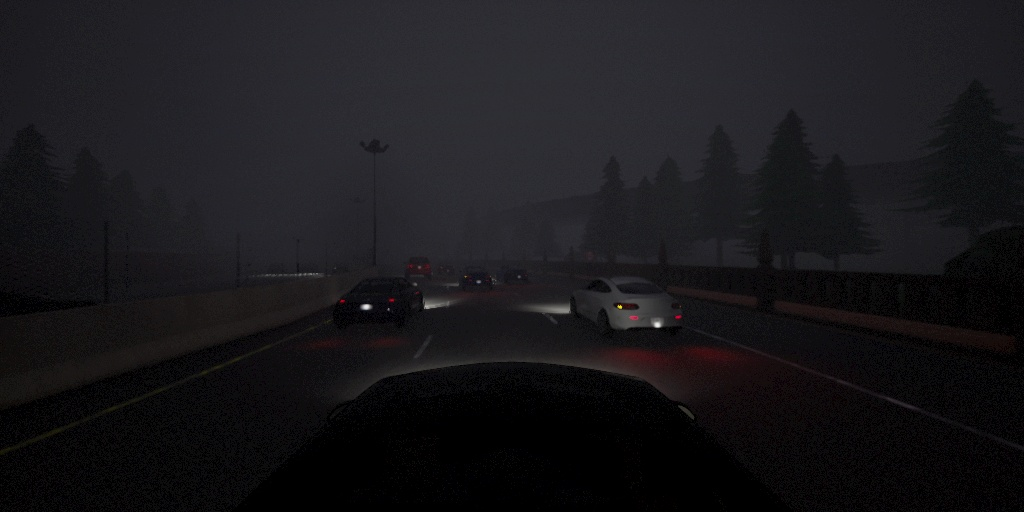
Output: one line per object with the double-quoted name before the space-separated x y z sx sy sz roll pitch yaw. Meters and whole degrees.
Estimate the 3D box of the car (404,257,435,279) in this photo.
"car" -8.828 1.080 33.493 2.150 2.045 5.566 0 0 -18

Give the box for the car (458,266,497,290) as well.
"car" -2.397 1.332 23.032 1.812 1.442 4.674 0 0 -12

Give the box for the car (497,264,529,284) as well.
"car" -0.026 1.331 28.123 1.812 1.442 4.674 0 0 -14

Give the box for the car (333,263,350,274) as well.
"car" -21.608 1.544 45.303 1.895 1.301 4.718 0 0 -27

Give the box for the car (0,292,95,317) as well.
"car" -10.811 1.358 6.300 2.033 1.411 5.357 0 0 -3

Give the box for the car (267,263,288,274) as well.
"car" -29.332 1.526 44.972 2.033 1.411 5.357 0 0 -28

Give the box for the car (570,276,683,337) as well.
"car" 3.023 1.279 10.254 1.812 1.442 4.674 0 0 -5

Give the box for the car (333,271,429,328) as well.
"car" -4.122 1.354 11.683 1.994 1.385 4.181 0 0 -5

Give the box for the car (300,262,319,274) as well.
"car" -26.125 1.531 46.361 1.994 1.385 4.181 0 0 -28

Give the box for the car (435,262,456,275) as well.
"car" -7.689 1.393 40.370 1.812 1.442 4.674 0 0 -22
